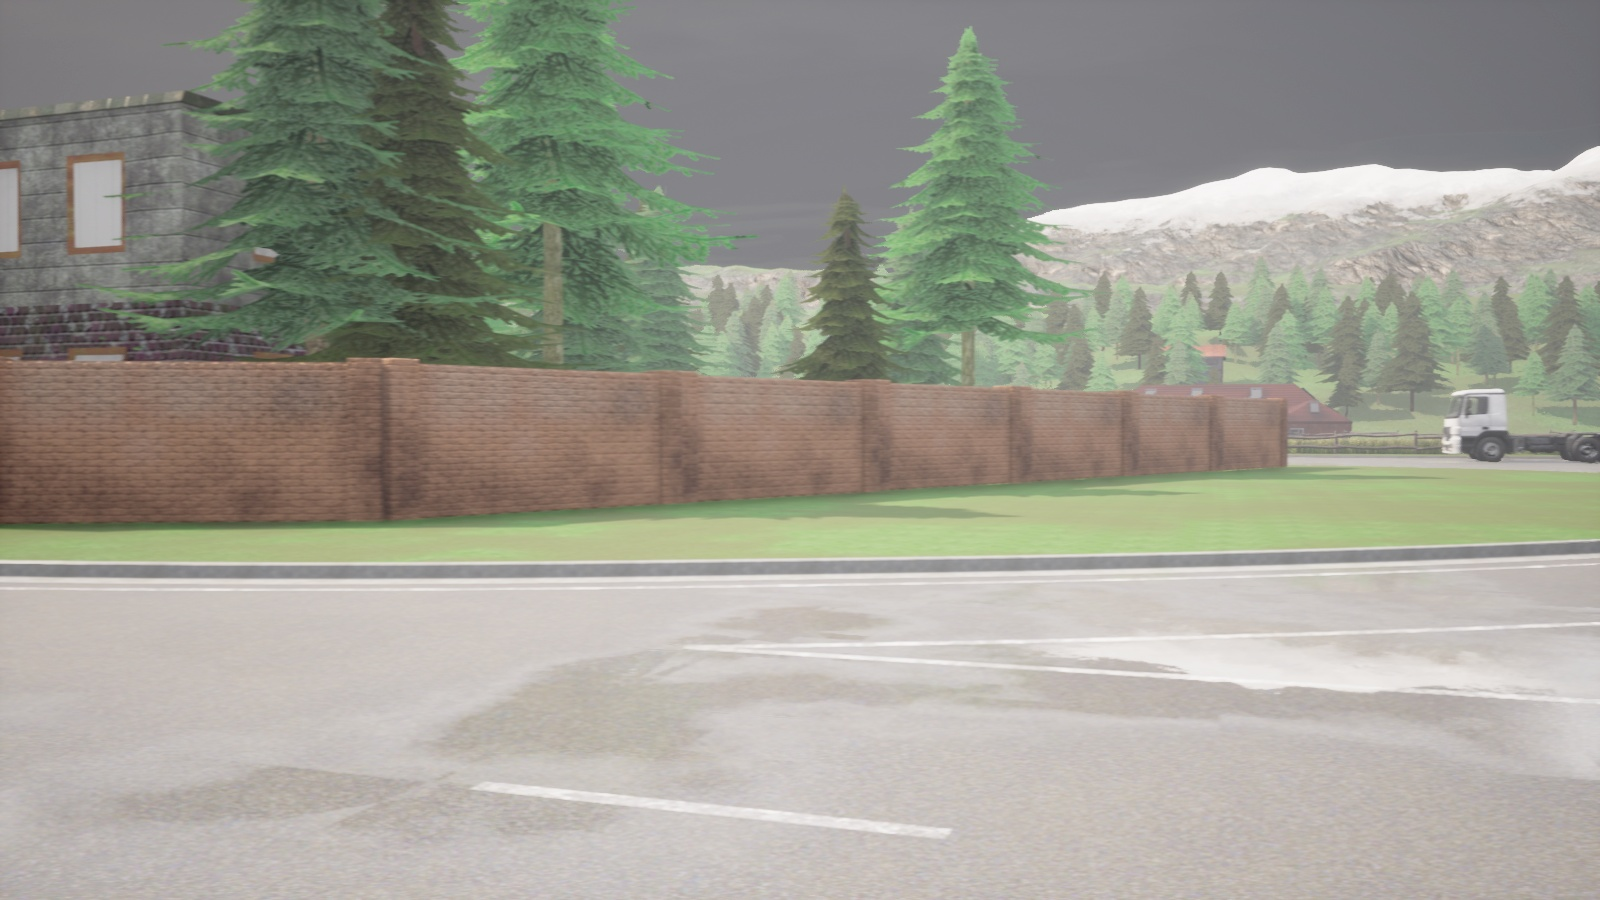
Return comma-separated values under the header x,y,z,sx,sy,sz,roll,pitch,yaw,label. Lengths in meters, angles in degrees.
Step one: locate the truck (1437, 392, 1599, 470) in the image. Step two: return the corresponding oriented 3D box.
x,y,z,sx,sy,sz,roll,pitch,yaw,label
33.990,-0.907,57.821,7.936,3.462,2.891,1,1,19,truck
